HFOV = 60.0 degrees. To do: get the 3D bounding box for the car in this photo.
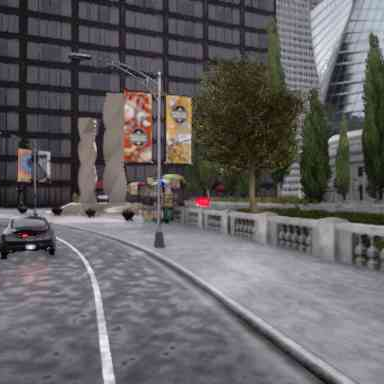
[{"bbox_3d":[-7.018,1.757,14.167,1.837,1.490,4.892,0,-1,-29],"label":"car"}]
